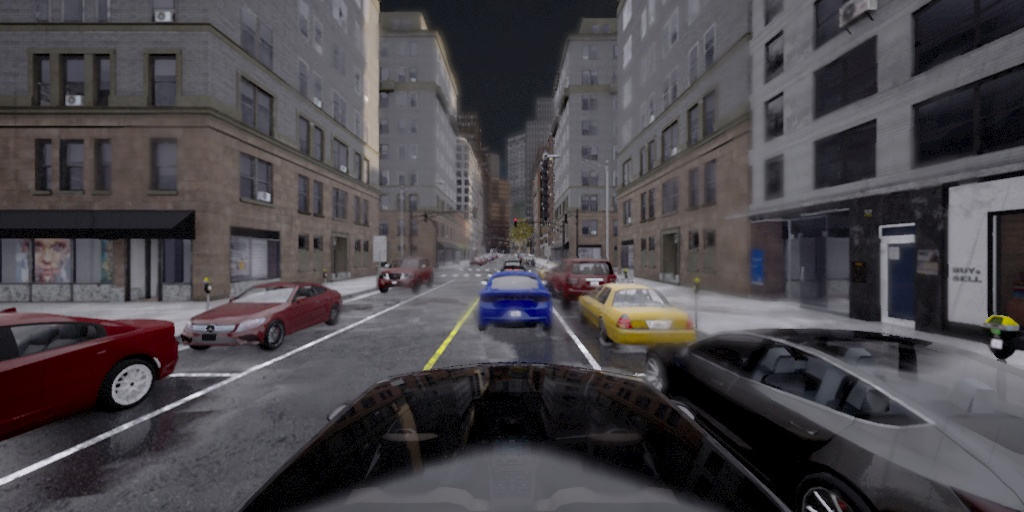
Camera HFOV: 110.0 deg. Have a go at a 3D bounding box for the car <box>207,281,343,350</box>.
[{"bbox_3d":[-5.755,1.300,8.917,1.802,1.307,4.207,0,0,0],"label":"car"}]

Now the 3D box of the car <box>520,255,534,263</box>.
[{"bbox_3d":[2.827,0.913,57.666,2.007,1.370,4.403,0,0,0],"label":"car"}]

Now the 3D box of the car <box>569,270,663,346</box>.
[{"bbox_3d":[2.771,1.244,9.071,1.751,1.417,4.829,0,0,0],"label":"car"}]

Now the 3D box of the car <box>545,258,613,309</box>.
[{"bbox_3d":[2.777,1.005,14.456,2.192,1.841,5.009,0,0,0],"label":"car"}]

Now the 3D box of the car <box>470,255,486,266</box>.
[{"bbox_3d":[-5.698,0.908,57.683,1.888,1.381,4.507,0,0,0],"label":"car"}]

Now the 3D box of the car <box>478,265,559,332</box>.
[{"bbox_3d":[0.070,1.187,10.782,1.882,1.535,5.008,0,0,0],"label":"car"}]

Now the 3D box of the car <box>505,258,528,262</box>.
[{"bbox_3d":[0.077,1.113,27.981,1.837,1.490,4.892,0,0,1],"label":"car"}]

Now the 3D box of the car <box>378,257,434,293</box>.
[{"bbox_3d":[-5.742,0.974,20.024,2.192,1.841,5.009,0,0,0],"label":"car"}]

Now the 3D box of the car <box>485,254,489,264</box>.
[{"bbox_3d":[-5.692,0.750,63.108,1.967,1.591,4.097,0,0,0],"label":"car"}]

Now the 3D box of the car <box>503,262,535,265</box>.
[{"bbox_3d":[0.113,1.229,19.068,1.994,1.385,4.181,0,0,0],"label":"car"}]

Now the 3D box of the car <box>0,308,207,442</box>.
[{"bbox_3d":[-5.761,1.289,3.366,1.888,1.381,4.507,0,0,0],"label":"car"}]

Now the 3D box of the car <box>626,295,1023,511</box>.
[{"bbox_3d":[2.764,1.310,3.349,1.948,1.339,4.313,0,0,0],"label":"car"}]
